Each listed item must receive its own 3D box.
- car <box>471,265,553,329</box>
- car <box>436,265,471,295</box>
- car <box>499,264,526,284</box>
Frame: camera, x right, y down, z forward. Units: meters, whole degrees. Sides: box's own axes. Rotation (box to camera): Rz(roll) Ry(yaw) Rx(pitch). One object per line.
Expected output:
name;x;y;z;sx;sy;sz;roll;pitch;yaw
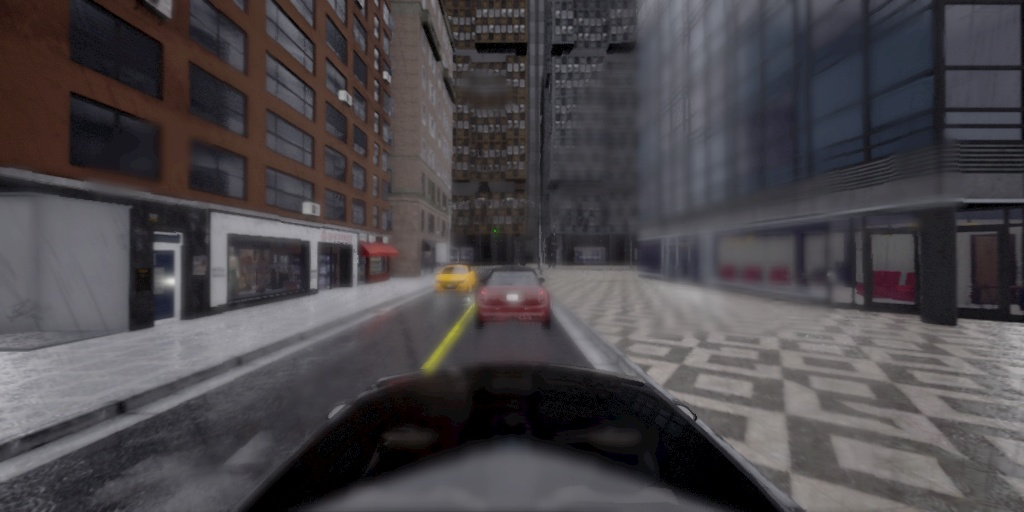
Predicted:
car;0.072;1.141;11.517;2.097;1.767;4.553;0;0;0
car;-3.114;1.309;20.875;1.882;1.535;5.008;0;0;0
car;0.070;1.421;29.840;2.033;1.411;5.357;0;0;0
